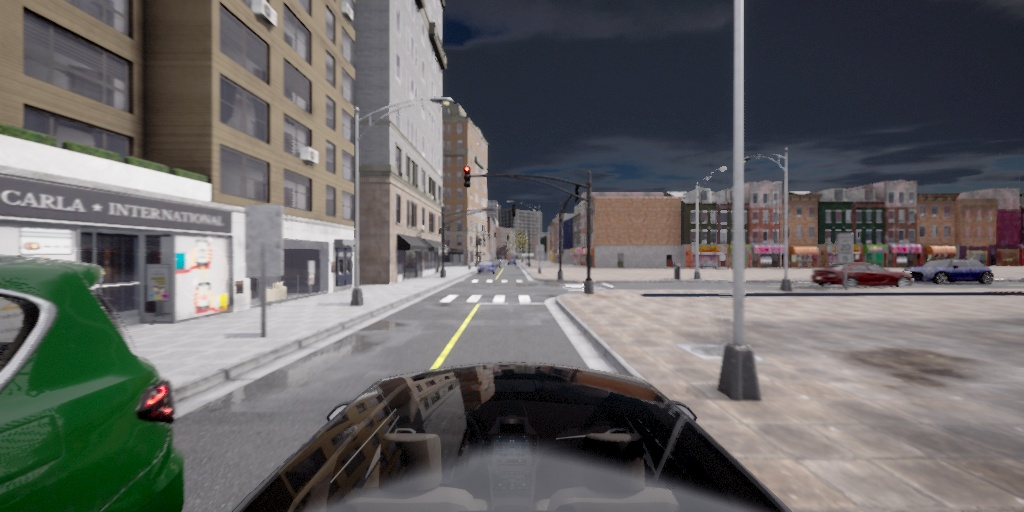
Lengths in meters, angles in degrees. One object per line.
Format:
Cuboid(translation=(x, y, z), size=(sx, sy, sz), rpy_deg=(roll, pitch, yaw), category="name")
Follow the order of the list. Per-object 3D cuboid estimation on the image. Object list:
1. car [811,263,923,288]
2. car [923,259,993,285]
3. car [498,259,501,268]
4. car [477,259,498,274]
Cuboid(translation=(20.865, 1.153, 21.473), size=(5.008, 1.535, 1.882), rpy_deg=(0, 0, 0), category="car")
Cuboid(translation=(29.441, 0.989, 24.420), size=(4.553, 1.767, 2.097), rpy_deg=(0, 0, 0), category="car")
Cuboid(translation=(-2.782, 1.294, 60.513), size=(1.837, 1.490, 4.892), rpy_deg=(0, 0, 0), category="car")
Cuboid(translation=(-2.849, 1.288, 40.515), size=(1.812, 1.442, 4.674), rpy_deg=(0, 0, 0), category="car")
